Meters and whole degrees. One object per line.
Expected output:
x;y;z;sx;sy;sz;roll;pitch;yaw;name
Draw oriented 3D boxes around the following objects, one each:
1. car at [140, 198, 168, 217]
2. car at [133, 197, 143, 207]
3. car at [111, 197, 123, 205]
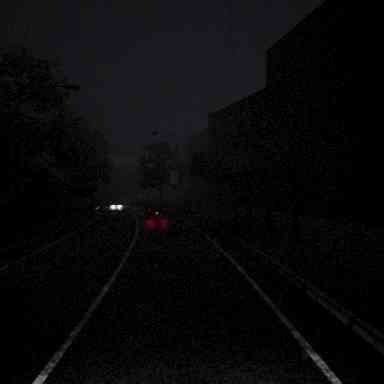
-3.505;1.572;31.227;1.895;1.301;4.718;-1;0;-12;car
-8.274;1.542;52.792;1.812;1.442;4.674;-1;0;-12;car
-13.489;1.605;60.108;2.128;1.511;4.902;-1;0;-12;car
